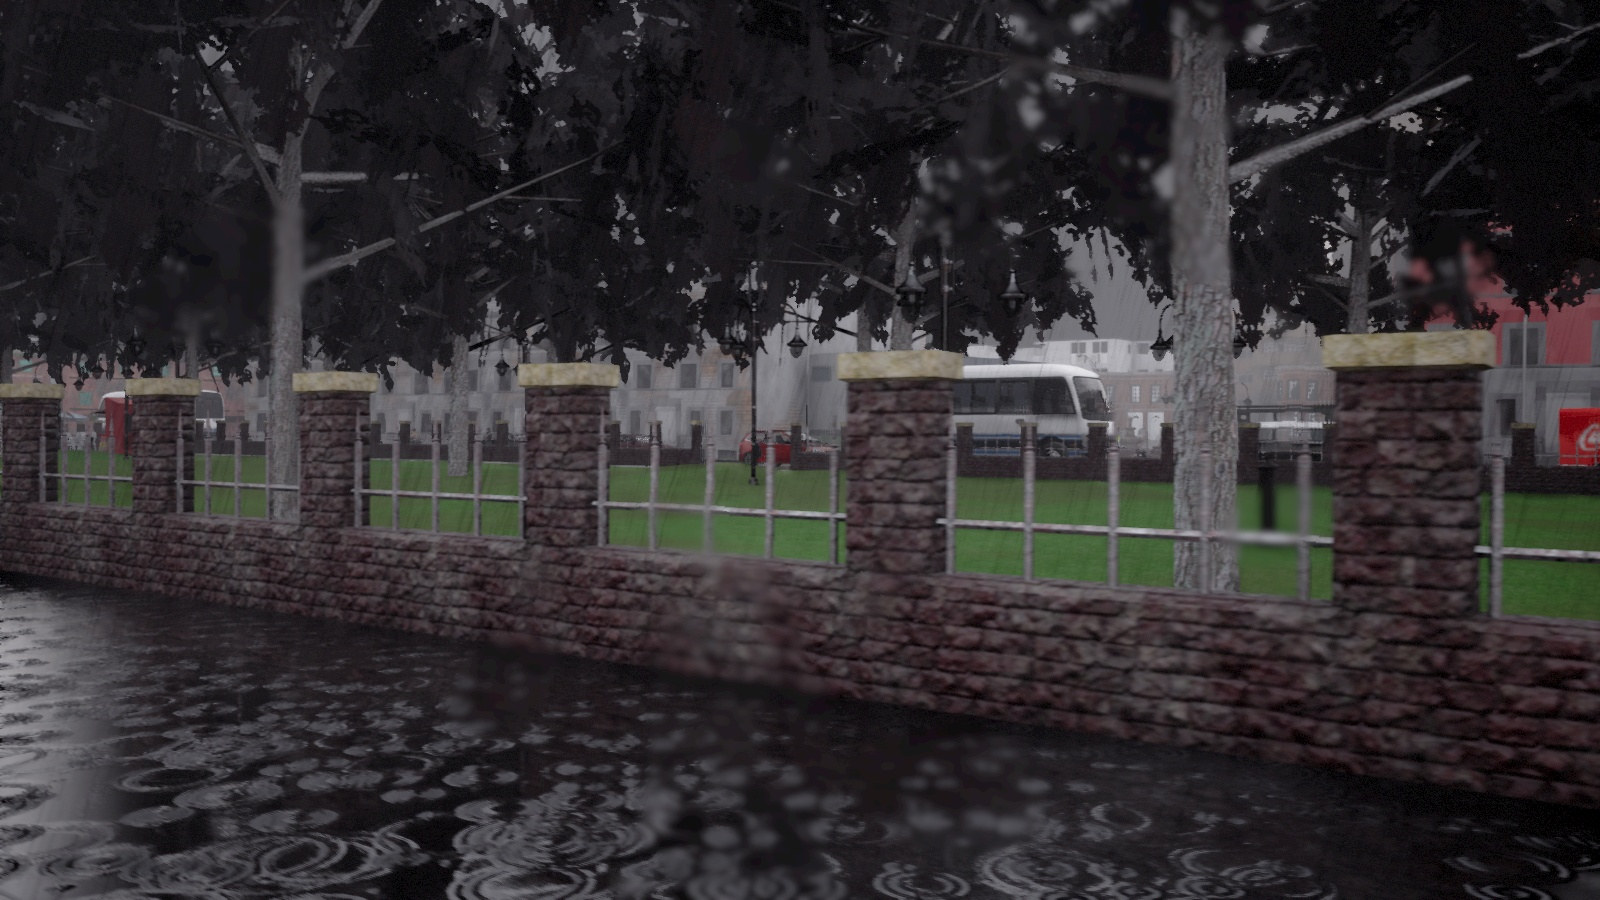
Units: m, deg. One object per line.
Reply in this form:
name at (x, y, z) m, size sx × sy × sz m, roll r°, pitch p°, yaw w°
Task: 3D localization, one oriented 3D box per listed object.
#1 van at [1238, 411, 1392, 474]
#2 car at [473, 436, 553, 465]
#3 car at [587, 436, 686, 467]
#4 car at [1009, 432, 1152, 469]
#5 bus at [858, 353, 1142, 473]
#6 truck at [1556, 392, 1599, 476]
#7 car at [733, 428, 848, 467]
van at (17.402, -0.264, 42.485) m, size 4.480 × 2.038 × 2.069 m, roll 0°, pitch 1°, yaw 35°
car at (-14.872, 0.027, 65.099) m, size 3.806 × 1.475 × 1.970 m, roll 0°, pitch 1°, yaw 35°
car at (-7.860, 0.076, 60.197) m, size 4.674 × 1.442 × 1.812 m, roll 0°, pitch 1°, yaw 35°
car at (11.468, 0.007, 51.536) m, size 5.357 × 1.411 × 2.033 m, roll 0°, pitch 1°, yaw 35°
bus at (7.697, -1.349, 49.262) m, size 10.273 × 4.253 × 3.944 m, roll 0°, pitch 1°, yaw 35°
truck at (25.365, -0.486, 36.913) m, size 5.204 × 2.467 × 2.627 m, roll 0°, pitch 1°, yaw 36°
car at (-0.438, -0.116, 54.997) m, size 4.611 × 1.667 × 2.242 m, roll 0°, pitch 1°, yaw 35°
